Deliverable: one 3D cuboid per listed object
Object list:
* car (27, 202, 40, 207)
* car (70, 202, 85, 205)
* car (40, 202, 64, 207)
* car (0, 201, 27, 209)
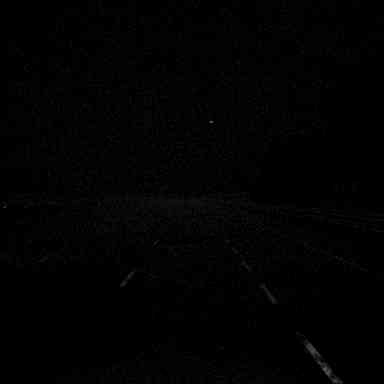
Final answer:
[{"bbox_3d":[-24.544,2.307,53.483,2.033,1.411,5.357,0,-1,1],"label":"car"},{"bbox_3d":[-17.570,2.249,51.253,1.812,1.442,4.674,0,-1,0],"label":"car"},{"bbox_3d":[-21.068,2.249,51.244,1.812,1.442,4.674,0,-1,0],"label":"car"},{"bbox_3d":[-28.057,2.200,51.182,1.882,1.535,5.008,0,-1,0],"label":"car"}]
